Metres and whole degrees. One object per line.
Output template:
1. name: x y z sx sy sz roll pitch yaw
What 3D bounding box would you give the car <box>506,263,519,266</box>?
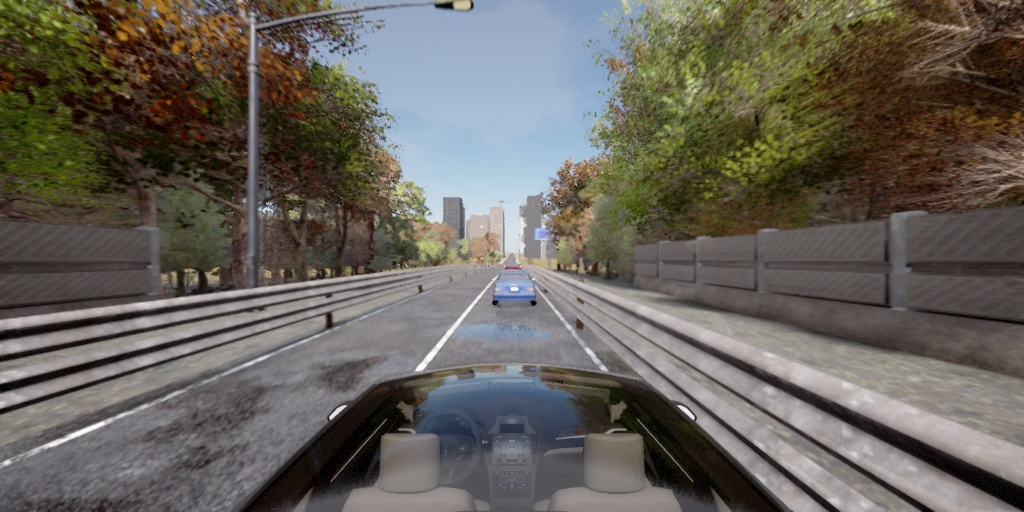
1. car: 0.080 1.545 41.581 1.882 1.535 5.008 0 -1 0

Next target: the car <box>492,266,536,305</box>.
1. car: 0.090 1.339 16.320 2.033 1.411 5.357 0 0 0
